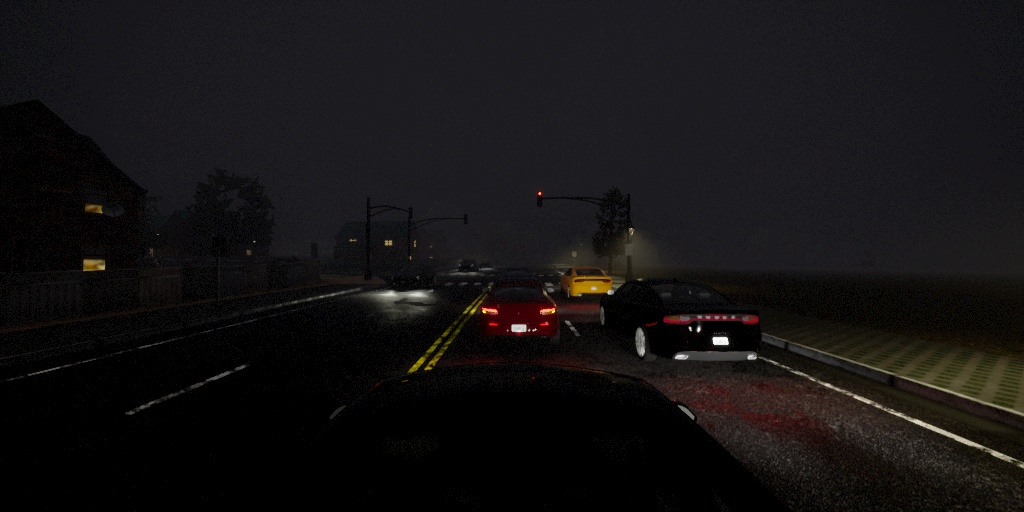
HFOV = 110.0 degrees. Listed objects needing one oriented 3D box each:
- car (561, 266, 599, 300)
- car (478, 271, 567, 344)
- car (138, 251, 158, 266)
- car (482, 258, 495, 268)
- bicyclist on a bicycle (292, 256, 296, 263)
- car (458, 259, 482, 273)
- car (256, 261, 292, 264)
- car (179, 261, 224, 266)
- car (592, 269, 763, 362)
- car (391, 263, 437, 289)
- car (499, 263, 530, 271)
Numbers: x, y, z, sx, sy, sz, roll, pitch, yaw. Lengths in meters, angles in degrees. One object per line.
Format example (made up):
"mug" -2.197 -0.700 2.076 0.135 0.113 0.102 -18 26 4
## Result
"car" 3.532 1.239 17.759 1.882 1.535 5.008 0 0 1
"car" 0.163 1.280 9.465 1.812 1.442 4.674 0 0 1
"car" -40.928 0.332 38.481 5.566 2.045 2.150 1 -1 16
"car" -4.510 1.460 61.714 1.895 1.301 4.718 0 0 4
"bicyclist on a bicycle" -24.251 0.780 39.926 0.582 1.620 1.656 1 -1 15
"car" -5.473 1.169 45.285 2.097 1.767 4.553 0 0 3
"car" -21.061 0.910 32.952 5.008 1.535 1.882 1 -1 16
"car" -30.848 0.875 35.666 4.718 1.301 1.895 1 -1 16
"car" 3.402 1.231 8.291 1.882 1.535 5.008 0 0 0
"car" -6.290 1.250 23.439 1.882 1.535 5.008 0 0 2
"car" 0.281 1.289 18.572 1.812 1.442 4.674 0 0 0
